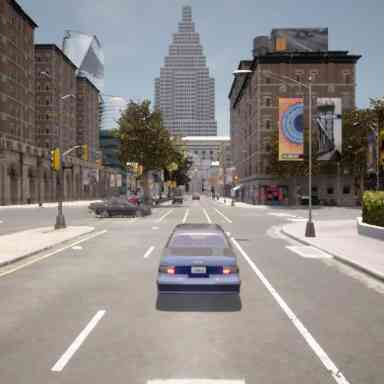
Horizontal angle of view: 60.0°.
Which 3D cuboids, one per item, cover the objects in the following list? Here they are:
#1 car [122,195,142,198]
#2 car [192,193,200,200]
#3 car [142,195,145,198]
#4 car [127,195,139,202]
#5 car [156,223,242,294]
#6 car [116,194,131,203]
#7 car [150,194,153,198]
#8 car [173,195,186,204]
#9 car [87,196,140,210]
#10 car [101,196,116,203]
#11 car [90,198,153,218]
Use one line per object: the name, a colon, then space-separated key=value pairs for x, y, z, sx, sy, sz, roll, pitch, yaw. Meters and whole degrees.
car: x=-10.830 y=1.477 z=59.827 sx=1.882 sy=1.535 sz=5.008 roll=0 pitch=0 yaw=1
car: x=1.121 y=1.349 z=89.984 sx=2.097 sy=1.767 sz=4.553 roll=0 pitch=0 yaw=1
car: x=-10.638 y=1.499 z=69.623 sx=1.837 sy=1.490 sz=4.892 roll=0 pitch=0 yaw=1
car: x=-14.021 y=1.477 z=78.851 sx=1.882 sy=1.535 sz=5.008 roll=0 pitch=0 yaw=1
car: x=0.172 y=1.547 z=8.905 sx=2.033 sy=1.411 sz=5.357 roll=0 pitch=0 yaw=1
car: x=-14.149 y=1.354 z=68.752 sx=2.097 sy=1.767 sz=4.553 roll=0 pitch=0 yaw=1
car: x=-10.511 y=1.354 z=79.611 sx=2.097 sy=1.767 sz=4.553 roll=0 pitch=0 yaw=1
car: x=-2.621 y=1.504 z=62.722 sx=1.837 sy=1.490 sz=4.892 roll=0 pitch=0 yaw=1
car: x=-9.186 y=1.547 z=38.179 sx=5.357 sy=1.411 sz=2.033 roll=0 pitch=0 yaw=-32
car: x=-17.385 y=1.594 z=69.799 sx=1.895 sy=1.301 sz=4.718 roll=0 pitch=0 yaw=1
car: x=-5.992 y=1.504 z=29.181 sx=4.892 sy=1.490 sz=1.837 roll=0 pitch=0 yaw=0
